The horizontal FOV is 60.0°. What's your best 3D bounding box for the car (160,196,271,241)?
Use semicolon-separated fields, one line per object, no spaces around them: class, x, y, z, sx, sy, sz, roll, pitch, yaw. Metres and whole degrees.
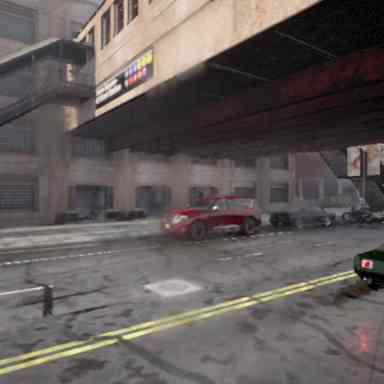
car;1.120;1.229;17.021;5.566;2.045;2.435;0;0;-36

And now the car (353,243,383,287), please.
car;5.995;1.599;8.027;4.718;1.301;1.895;0;0;-35

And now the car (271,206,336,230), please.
car;7.114;1.593;21.355;4.718;1.301;1.895;0;0;-36
